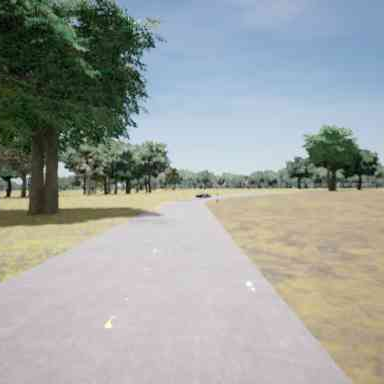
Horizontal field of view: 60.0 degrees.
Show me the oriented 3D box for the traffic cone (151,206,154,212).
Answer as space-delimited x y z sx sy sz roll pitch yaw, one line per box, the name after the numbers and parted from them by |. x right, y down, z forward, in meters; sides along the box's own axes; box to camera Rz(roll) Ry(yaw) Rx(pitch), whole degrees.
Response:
-3.859 1.677 32.545 0.340 0.580 0.340 0 1 0 | traffic cone

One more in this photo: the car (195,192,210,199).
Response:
2.179 0.705 69.791 1.895 1.301 4.718 0 1 22 | car
